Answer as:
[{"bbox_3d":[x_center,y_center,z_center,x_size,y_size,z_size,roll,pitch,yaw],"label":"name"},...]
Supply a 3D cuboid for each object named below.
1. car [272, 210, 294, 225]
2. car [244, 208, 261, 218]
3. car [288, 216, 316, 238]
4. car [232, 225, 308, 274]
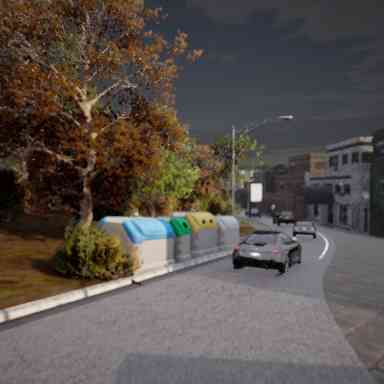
[{"bbox_3d":[12.476,3.506,45.600,2.150,2.045,5.566,0,-2,4],"label":"car"},{"bbox_3d":[11.426,3.873,63.210,2.097,1.767,4.553,0,0,-7],"label":"car"},{"bbox_3d":[9.488,3.055,28.223,2.033,1.411,5.357,0,-3,18],"label":"car"},{"bbox_3d":[3.119,2.240,13.267,1.994,1.385,4.181,1,-3,28],"label":"car"}]
